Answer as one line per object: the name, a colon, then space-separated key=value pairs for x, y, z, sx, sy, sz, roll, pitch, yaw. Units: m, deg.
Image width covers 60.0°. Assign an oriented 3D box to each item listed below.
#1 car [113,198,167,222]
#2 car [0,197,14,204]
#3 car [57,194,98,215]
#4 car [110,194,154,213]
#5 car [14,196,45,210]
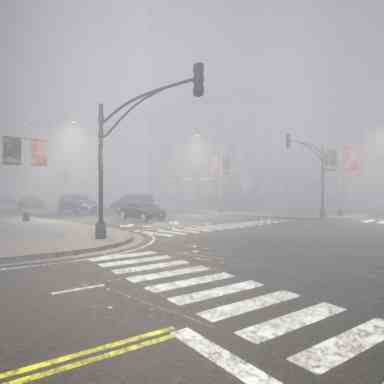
car: x=-4.004 y=1.490 z=26.439 sx=1.837 sy=1.490 sz=4.892 roll=0 pitch=0 yaw=-44
car: x=-33.655 y=1.529 z=60.987 sx=1.994 sy=1.385 sz=4.181 roll=0 pitch=0 yaw=-45
car: x=-11.902 y=1.202 z=34.339 sx=5.566 sy=2.045 sz=2.150 roll=0 pitch=0 yaw=45
car: x=-5.944 y=1.208 z=33.288 sx=5.566 sy=2.045 sz=2.150 roll=0 pitch=0 yaw=44
car: x=-21.032 y=1.327 z=43.506 sx=2.097 sy=1.767 sz=4.553 roll=0 pitch=0 yaw=-45
